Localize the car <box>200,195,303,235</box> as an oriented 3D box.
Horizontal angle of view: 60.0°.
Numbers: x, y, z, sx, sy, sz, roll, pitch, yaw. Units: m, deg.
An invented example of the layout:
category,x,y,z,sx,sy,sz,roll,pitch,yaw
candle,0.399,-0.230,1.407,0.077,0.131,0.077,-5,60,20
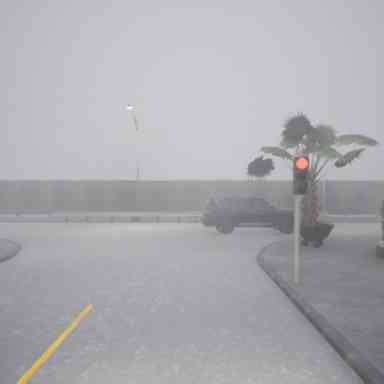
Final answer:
category,x,y,z,sx,sy,sz,roll,pitch,yaw
car,3.251,1.212,18.439,5.566,2.045,2.150,0,0,0
